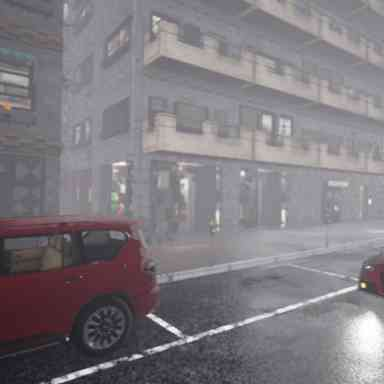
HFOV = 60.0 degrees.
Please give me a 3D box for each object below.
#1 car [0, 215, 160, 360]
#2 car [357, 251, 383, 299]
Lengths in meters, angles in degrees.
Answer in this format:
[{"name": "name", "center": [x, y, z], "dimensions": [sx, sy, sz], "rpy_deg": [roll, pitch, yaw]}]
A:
[{"name": "car", "center": [-2.821, 1.316, 4.525], "dimensions": [5.009, 1.841, 2.192], "rpy_deg": [0, 1, -35]}, {"name": "car", "center": [5.487, 1.571, 7.292], "dimensions": [4.181, 1.385, 1.994], "rpy_deg": [0, 0, -35]}]
